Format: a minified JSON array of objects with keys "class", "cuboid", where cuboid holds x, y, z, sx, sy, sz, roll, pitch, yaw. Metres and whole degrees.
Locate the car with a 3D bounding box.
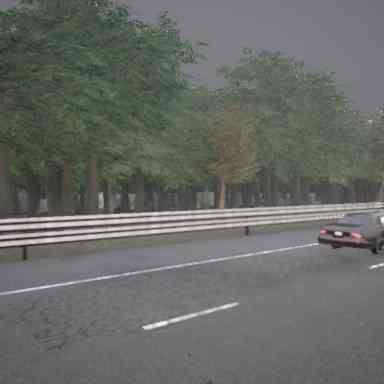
[{"class":"car","cuboid":[7.193,1.504,13.170,5.357,1.411,2.033,0,0,-35]}]
